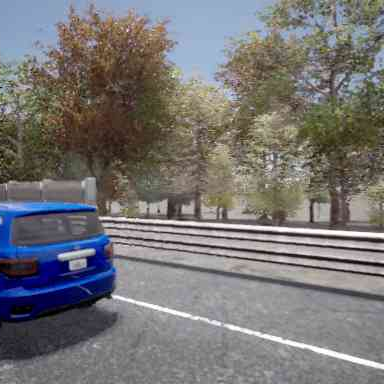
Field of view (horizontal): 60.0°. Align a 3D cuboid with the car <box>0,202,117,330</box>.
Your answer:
[{"bbox_3d":[-3.943,1.218,6.673,5.566,2.045,2.150,0,0,35],"label":"car"}]
